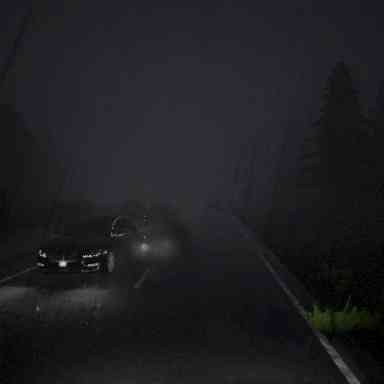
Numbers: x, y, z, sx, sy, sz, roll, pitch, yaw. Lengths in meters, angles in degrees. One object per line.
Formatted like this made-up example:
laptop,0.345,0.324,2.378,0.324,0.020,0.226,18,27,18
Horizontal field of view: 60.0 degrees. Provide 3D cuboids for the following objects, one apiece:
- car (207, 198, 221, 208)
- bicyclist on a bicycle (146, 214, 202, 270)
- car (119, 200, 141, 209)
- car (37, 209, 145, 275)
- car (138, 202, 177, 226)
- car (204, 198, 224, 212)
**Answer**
car,3.226,1.600,48.793,1.895,1.301,4.718,0,0,5
bicyclist on a bicycle,-0.549,1.455,9.633,1.656,1.620,0.582,-2,0,4
car,-4.770,1.454,27.069,1.816,1.474,4.193,6,0,2
car,-2.999,1.504,10.559,1.837,1.490,4.892,0,0,4
car,-2.132,1.506,23.358,1.837,1.490,4.892,0,0,4
car,2.518,1.525,37.957,1.812,1.442,4.674,0,0,4
